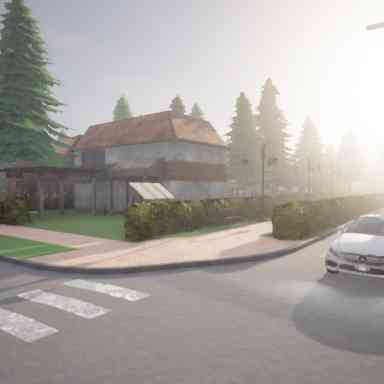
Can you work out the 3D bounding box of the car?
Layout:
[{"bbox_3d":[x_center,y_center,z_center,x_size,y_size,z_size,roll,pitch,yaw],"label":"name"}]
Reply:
[{"bbox_3d":[5.222,1.372,9.147,1.812,1.442,4.674,1,2,39],"label":"car"}]
